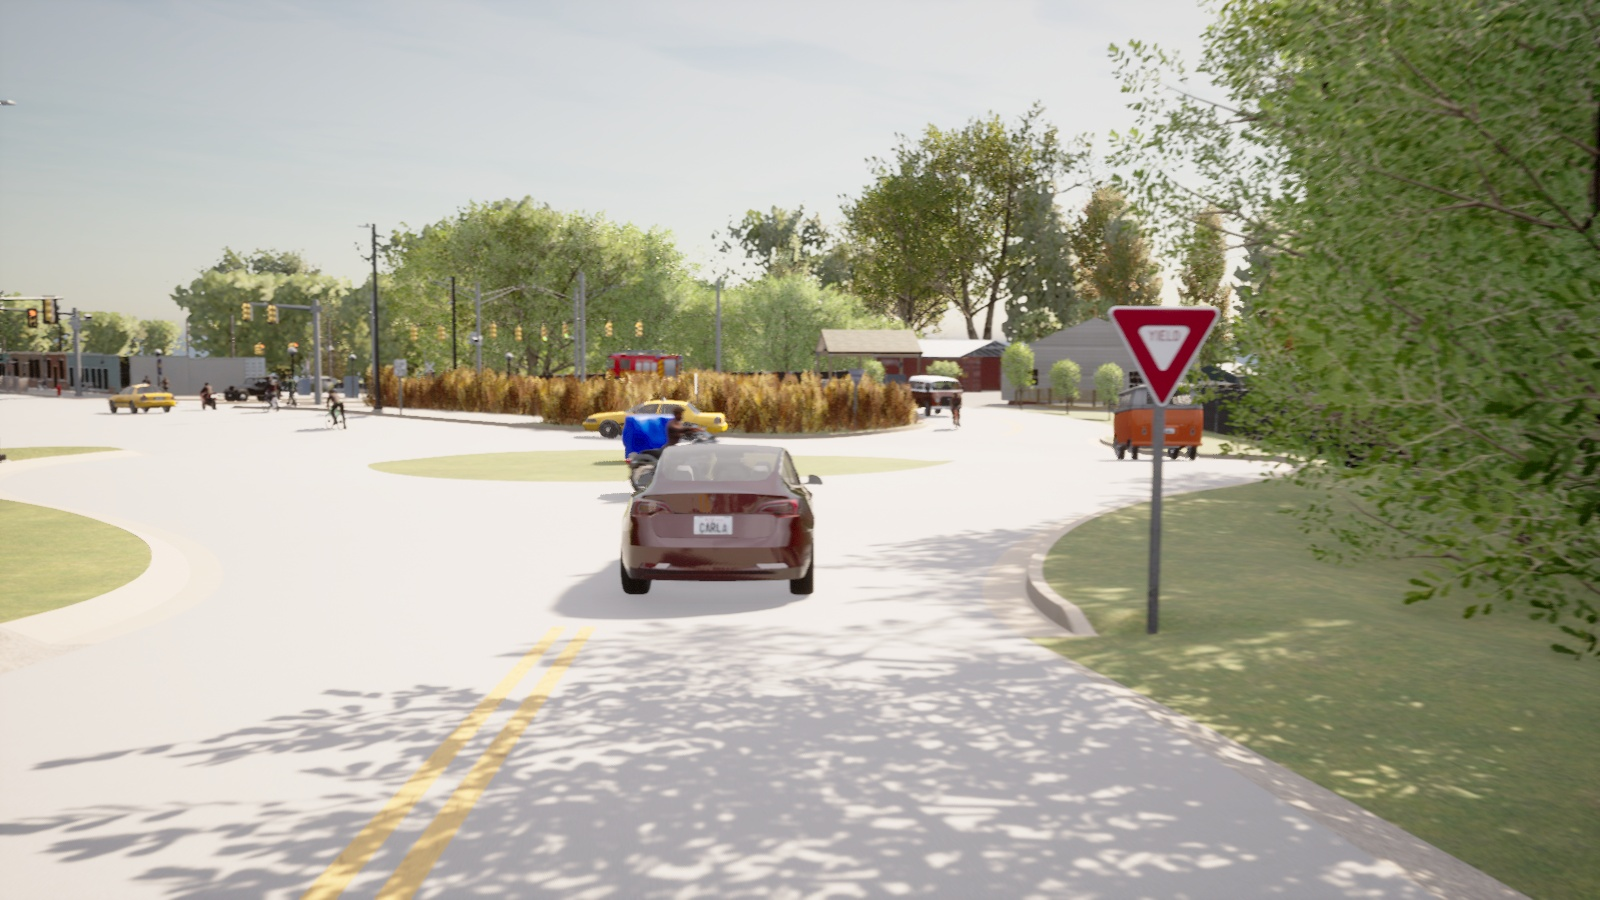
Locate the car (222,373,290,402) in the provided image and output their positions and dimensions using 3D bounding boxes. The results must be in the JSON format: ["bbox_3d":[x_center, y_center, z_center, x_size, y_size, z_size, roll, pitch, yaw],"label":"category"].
[{"bbox_3d":[-37.744,-4.334,87.214,1.905,1.878,3.866,4,4,39],"label":"car"}]

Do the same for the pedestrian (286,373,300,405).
[{"bbox_3d":[-29.307,-3.529,72.610,0.614,1.847,0.353,3,6,28],"label":"pedestrian"}]

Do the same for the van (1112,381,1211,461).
[{"bbox_3d":[9.562,-0.722,33.523,1.775,1.987,4.442,0,0,6],"label":"van"}]

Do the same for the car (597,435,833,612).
[{"bbox_3d":[-0.778,0.651,13.932,2.163,1.488,4.792,0,2,0],"label":"car"}]

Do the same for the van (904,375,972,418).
[{"bbox_3d":[7.102,-2.813,65.112,2.069,2.038,4.480,-1,5,-14],"label":"van"}]

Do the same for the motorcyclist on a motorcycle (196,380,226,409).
[{"bbox_3d":[-31.759,-2.988,67.692,0.797,1.523,2.044,-5,5,-45],"label":"motorcyclist on a motorcycle"}]

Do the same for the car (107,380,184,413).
[{"bbox_3d":[-33.598,-2.779,64.365,5.366,1.575,1.801,3,5,43],"label":"car"}]

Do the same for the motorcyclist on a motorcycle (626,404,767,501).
[{"bbox_3d":[-1.822,0.025,22.203,2.350,1.649,0.766,0,3,15],"label":"motorcyclist on a motorcycle"}]

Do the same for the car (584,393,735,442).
[{"bbox_3d":[-5.241,-1.246,47.146,5.366,1.575,1.801,2,5,3],"label":"car"}]
